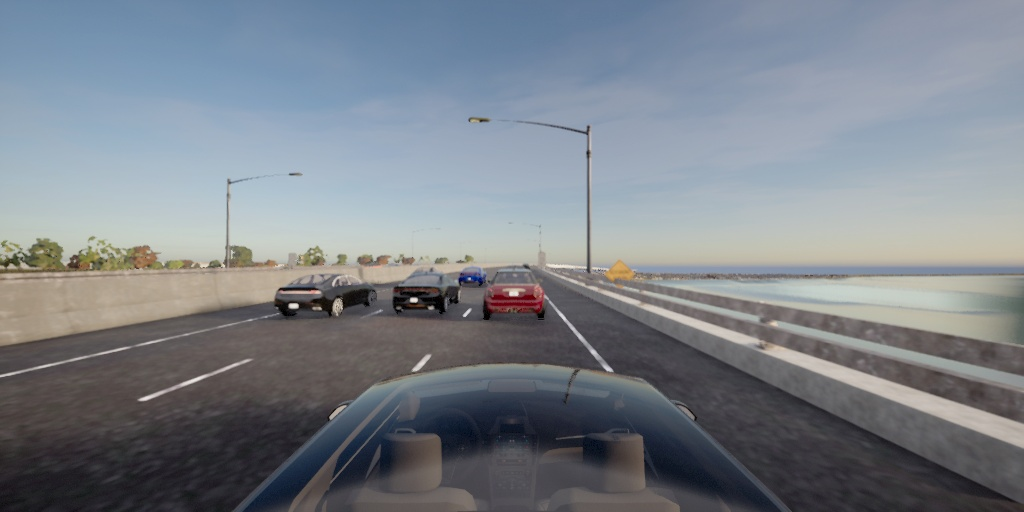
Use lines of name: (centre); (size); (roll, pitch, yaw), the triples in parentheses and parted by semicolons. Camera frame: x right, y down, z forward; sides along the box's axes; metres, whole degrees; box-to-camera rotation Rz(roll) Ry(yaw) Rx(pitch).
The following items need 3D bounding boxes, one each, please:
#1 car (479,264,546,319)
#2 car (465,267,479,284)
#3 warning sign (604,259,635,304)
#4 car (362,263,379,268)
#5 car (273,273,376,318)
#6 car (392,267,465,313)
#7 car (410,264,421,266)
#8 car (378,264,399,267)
car: (0.099, 1.269, 13.721); (2.097, 1.767, 4.553); (0, -1, 1)
car: (-3.188, 1.629, 29.906); (1.882, 1.535, 5.008); (0, 0, 2)
warning sign: (4.613, 1.055, 15.277); (1.300, 1.860, 1.060); (0, 0, 1)
car: (-23.503, 1.963, 60.041); (2.097, 1.767, 4.553); (0, -1, 3)
car: (-6.900, 1.410, 13.825); (2.128, 1.511, 4.902); (0, -1, 1)
car: (-3.380, 1.413, 14.989); (1.882, 1.535, 5.008); (0, 0, 1)
car: (-6.718, 1.627, 28.781); (2.128, 1.511, 4.902); (0, -1, 2)
car: (-20.013, 2.132, 59.836); (1.812, 1.442, 4.674); (0, -1, 3)
